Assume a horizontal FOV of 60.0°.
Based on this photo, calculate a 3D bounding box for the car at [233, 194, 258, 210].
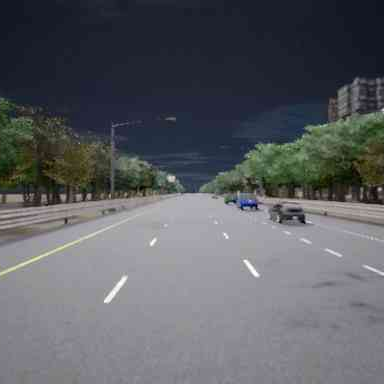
[{"bbox_3d":[7.045,1.279,42.703,2.150,2.045,5.566,0,0,0],"label":"car"}]

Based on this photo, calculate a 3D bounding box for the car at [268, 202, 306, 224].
[{"bbox_3d":[7.007,1.522,24.958,1.837,1.490,4.892,0,0,0],"label":"car"}]

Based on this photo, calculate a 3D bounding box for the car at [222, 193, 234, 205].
[{"bbox_3d":[7.118,1.285,61.177,2.150,2.045,5.566,0,0,0],"label":"car"}]
